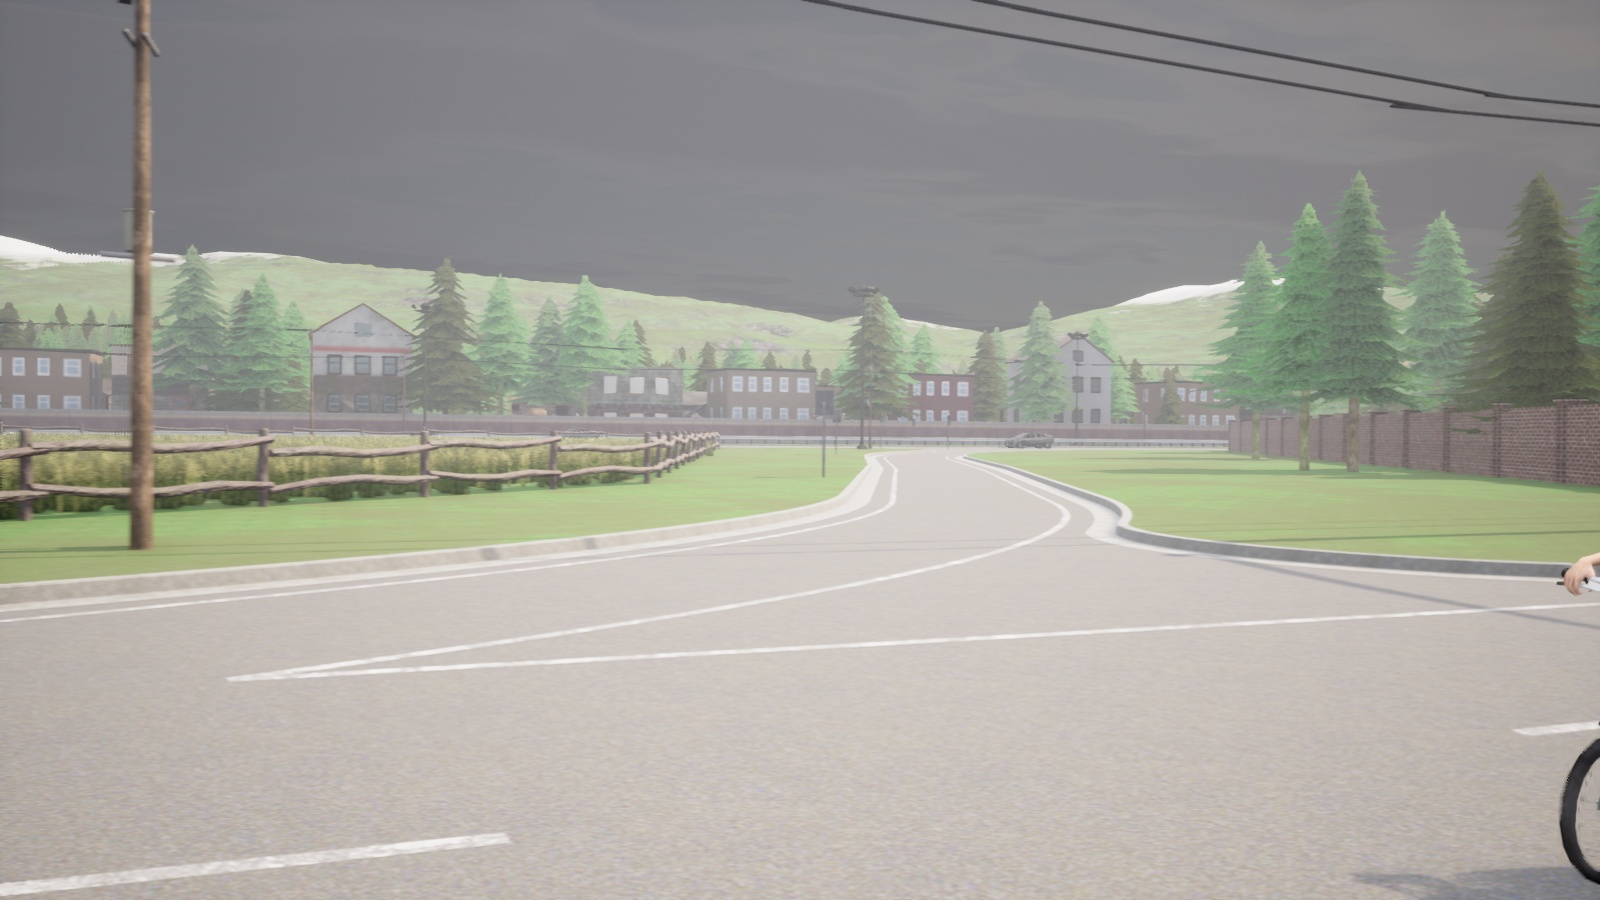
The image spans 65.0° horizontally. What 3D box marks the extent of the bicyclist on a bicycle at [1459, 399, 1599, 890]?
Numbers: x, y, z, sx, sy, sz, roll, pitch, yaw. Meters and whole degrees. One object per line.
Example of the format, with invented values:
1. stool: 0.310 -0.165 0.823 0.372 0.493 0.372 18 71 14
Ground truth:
1. bicyclist on a bicycle: 3.284 0.626 4.480 1.509 1.612 0.866 -1 1 -21
